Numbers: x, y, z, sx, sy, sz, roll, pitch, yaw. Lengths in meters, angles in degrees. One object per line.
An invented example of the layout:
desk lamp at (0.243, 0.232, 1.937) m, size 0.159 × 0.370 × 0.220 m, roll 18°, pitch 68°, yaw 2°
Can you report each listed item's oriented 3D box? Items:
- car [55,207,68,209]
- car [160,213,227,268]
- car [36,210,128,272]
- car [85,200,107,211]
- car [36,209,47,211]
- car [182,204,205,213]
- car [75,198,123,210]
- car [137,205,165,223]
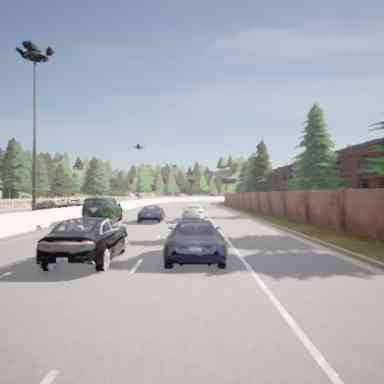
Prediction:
car at (-17.555, 1.995, 47.774) m, size 1.895 × 1.301 × 4.718 m, roll 0°, pitch 0°, yaw 0°
car at (0.103, 1.662, 11.733) m, size 1.994 × 1.385 × 4.181 m, roll 0°, pitch 0°, yaw 0°
car at (-3.398, 1.585, 11.130) m, size 2.128 × 1.511 × 4.902 m, roll 0°, pitch 0°, yaw 0°
car at (-14.055, 1.966, 48.717) m, size 1.994 × 1.385 × 4.181 m, roll 0°, pitch -1°, yaw 0°
car at (-21.047, 1.963, 48.420) m, size 1.994 × 1.385 × 4.181 m, roll 0°, pitch 0°, yaw 0°
car at (0.106, 1.762, 28.570) m, size 1.812 × 1.442 × 4.674 m, roll 0°, pitch 0°, yaw 0°
car at (-6.893, 1.437, 25.949) m, size 2.150 × 2.045 × 5.566 m, roll 0°, pitch 0°, yaw 0°
car at (-3.393, 1.798, 28.230) m, size 1.994 × 1.385 × 4.181 m, roll 0°, pitch 0°, yaw 0°
